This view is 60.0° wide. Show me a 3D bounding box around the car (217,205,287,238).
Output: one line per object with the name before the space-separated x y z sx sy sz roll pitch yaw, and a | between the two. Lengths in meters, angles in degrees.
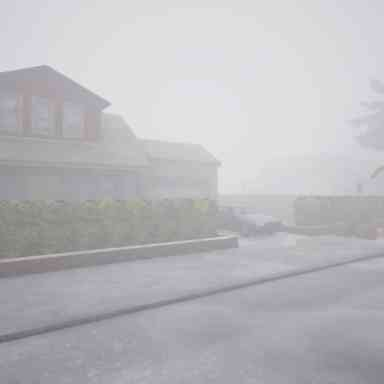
car | 2.220 1.365 16.965 2.033 1.415 5.357 0 0 -33
